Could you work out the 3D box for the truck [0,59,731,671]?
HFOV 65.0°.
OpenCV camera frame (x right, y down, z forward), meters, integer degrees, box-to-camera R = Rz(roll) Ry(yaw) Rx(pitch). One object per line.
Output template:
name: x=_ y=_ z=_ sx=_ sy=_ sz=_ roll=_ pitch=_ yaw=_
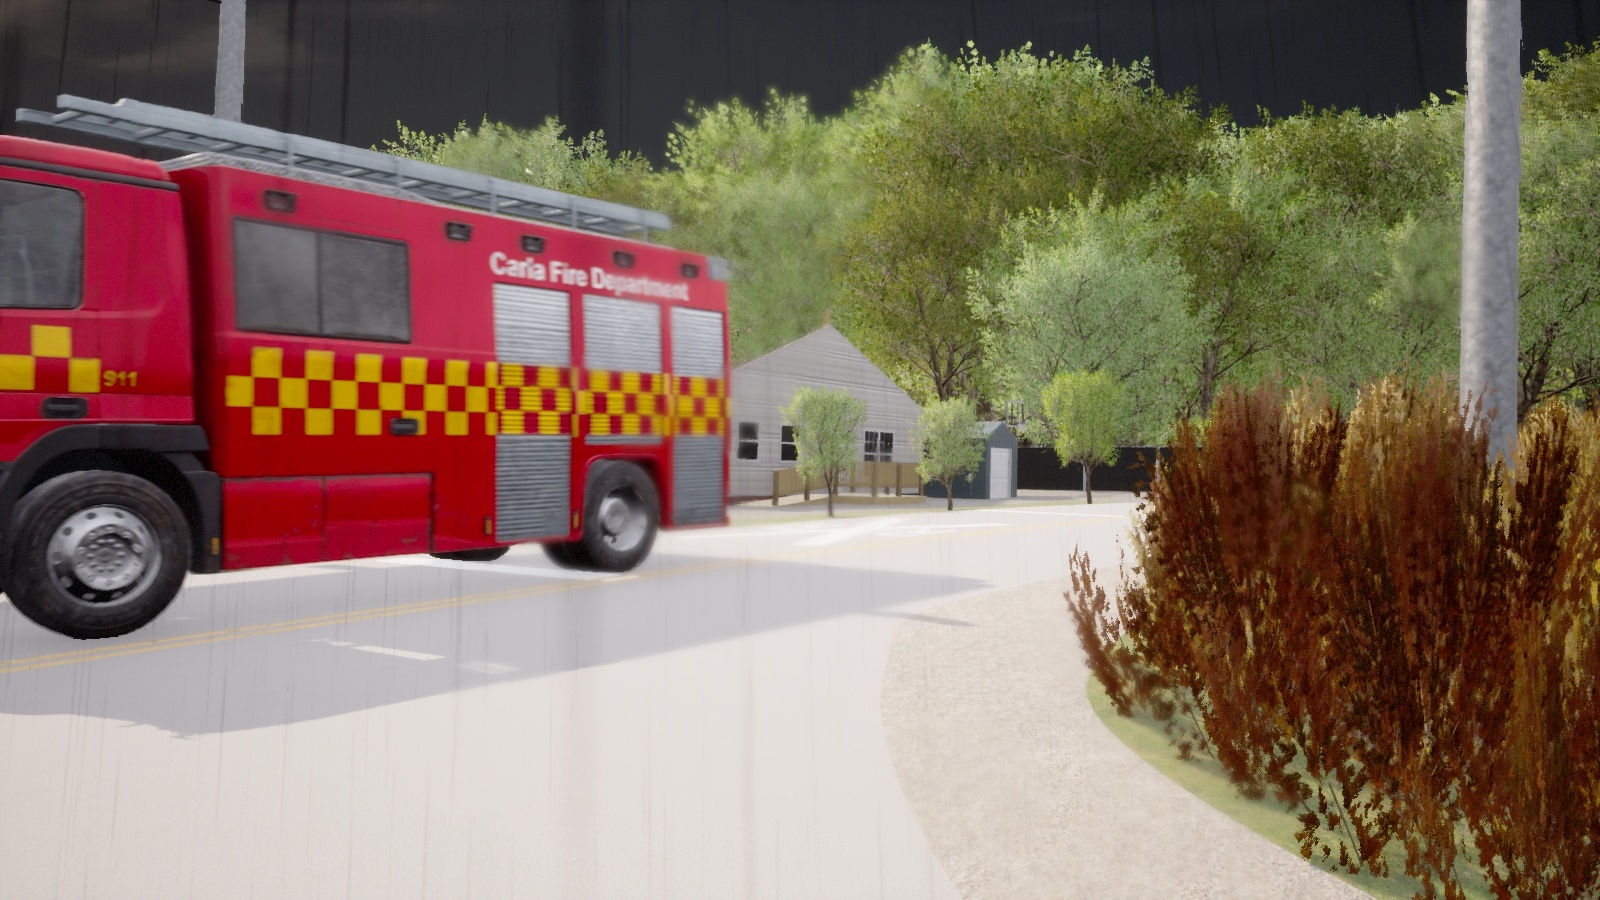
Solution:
truck: x=-4.424 y=-0.578 z=11.153 sx=2.891 sy=3.827 sz=8.468 roll=0 pitch=1 yaw=36
